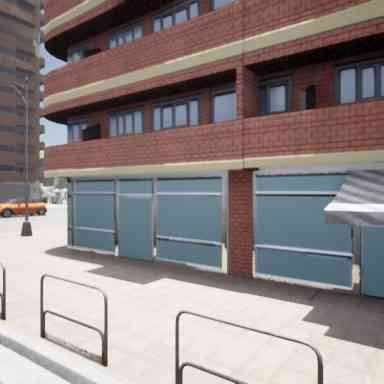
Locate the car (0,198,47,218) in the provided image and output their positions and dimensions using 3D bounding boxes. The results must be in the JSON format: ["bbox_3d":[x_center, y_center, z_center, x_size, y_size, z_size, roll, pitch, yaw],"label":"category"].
[{"bbox_3d":[-15.504,1.320,29.755,2.097,1.767,4.553,0,0,36],"label":"car"}]
